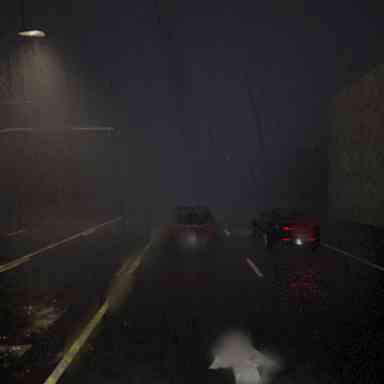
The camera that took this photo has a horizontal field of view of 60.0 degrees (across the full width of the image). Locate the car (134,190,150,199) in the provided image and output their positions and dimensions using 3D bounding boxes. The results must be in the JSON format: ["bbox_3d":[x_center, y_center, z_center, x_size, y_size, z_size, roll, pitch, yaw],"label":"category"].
[{"bbox_3d":[-10.500,0.508,68.241,2.097,1.767,4.553,0,1,0],"label":"car"}]

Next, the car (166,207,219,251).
[{"bbox_3d":[0.043,1.325,13.276,2.128,1.511,4.902,0,1,0],"label":"car"}]

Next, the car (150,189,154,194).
[{"bbox_3d":[-10.499,0.102,83.501,1.812,1.442,4.674,0,1,0],"label":"car"}]

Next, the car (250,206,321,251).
[{"bbox_3d":[3.543,1.339,13.305,1.837,1.490,4.892,0,1,0],"label":"car"}]
